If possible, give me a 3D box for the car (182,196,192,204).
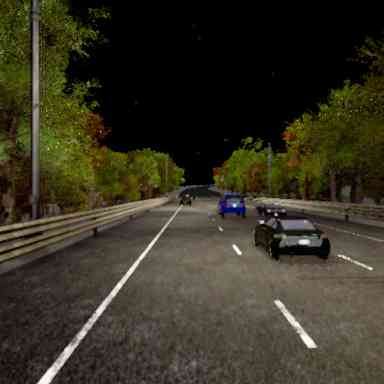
[{"bbox_3d":[-1.012,1.561,64.553,1.837,1.490,4.892,0,0,0],"label":"car"}]

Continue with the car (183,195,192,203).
[{"bbox_3d":[-1.008,1.517,70.745,1.801,1.575,5.366,0,0,0],"label":"car"}]

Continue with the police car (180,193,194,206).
[{"bbox_3d":[-1.017,1.472,54.660,1.930,1.638,5.238,0,0,0],"label":"police car"}]

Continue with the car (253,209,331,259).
[{"bbox_3d":[3.609,1.575,12.690,1.994,1.385,4.181,0,0,0],"label":"car"}]

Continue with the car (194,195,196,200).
[{"bbox_3d":[0.053,1.370,89.831,1.882,1.535,5.008,0,0,0],"label":"car"}]

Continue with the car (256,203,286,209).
[{"bbox_3d":[7.120,1.627,30.396,1.895,1.301,4.718,0,0,0],"label":"car"}]

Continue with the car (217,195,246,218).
[{"bbox_3d":[3.620,1.248,30.904,2.150,2.045,5.566,0,0,0],"label":"car"}]
